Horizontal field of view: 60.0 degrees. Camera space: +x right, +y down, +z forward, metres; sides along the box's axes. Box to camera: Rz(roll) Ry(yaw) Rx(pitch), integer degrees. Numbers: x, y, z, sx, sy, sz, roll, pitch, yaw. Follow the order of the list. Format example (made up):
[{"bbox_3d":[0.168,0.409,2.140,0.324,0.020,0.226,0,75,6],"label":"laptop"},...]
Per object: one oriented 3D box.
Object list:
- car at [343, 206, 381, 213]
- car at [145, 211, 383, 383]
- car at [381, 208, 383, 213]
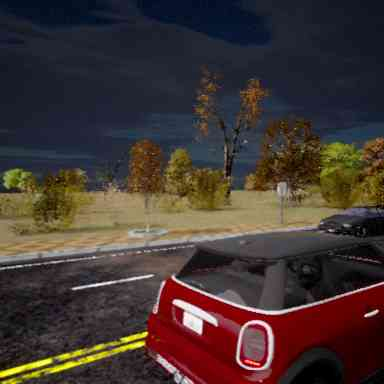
[{"bbox_3d":[8.977,1.458,17.453,5.357,1.411,2.033,0,0,-32],"label":"car"},{"bbox_3d":[1.732,1.329,4.594,4.553,1.767,2.097,0,0,-36],"label":"car"},{"bbox_3d":[10.756,1.269,14.732,4.553,1.767,2.097,0,0,-32],"label":"car"}]
